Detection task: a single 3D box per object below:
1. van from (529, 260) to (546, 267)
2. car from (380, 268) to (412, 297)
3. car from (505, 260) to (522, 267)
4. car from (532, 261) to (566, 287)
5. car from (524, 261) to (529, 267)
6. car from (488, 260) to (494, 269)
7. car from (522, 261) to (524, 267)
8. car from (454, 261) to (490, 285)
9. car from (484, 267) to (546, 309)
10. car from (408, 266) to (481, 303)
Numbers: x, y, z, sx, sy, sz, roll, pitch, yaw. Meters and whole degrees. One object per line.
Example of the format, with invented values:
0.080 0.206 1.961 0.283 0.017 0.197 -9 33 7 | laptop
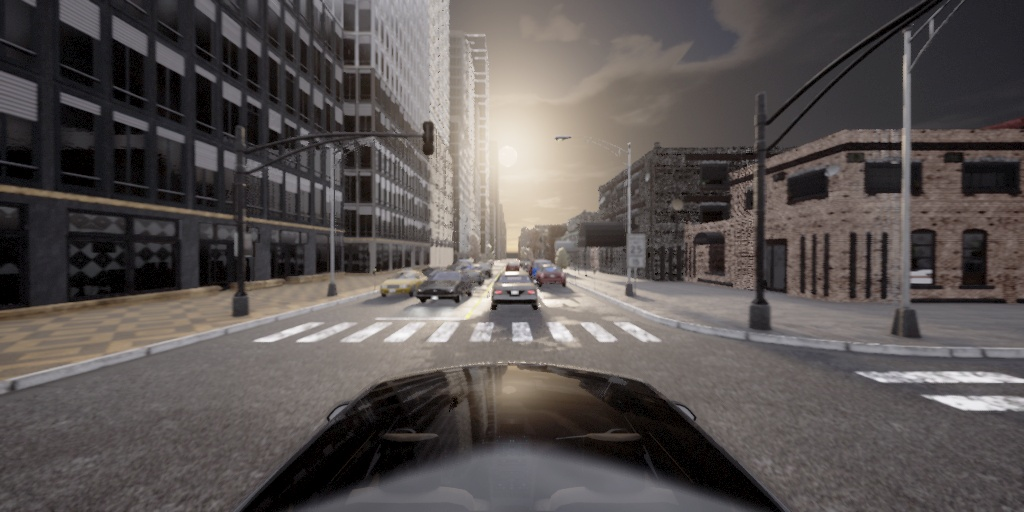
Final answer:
2.687 1.274 31.316 1.690 1.789 3.998 0 0 0 | van
-5.830 1.389 19.912 1.751 1.417 4.829 0 0 0 | car
0.062 1.515 48.104 1.882 1.535 5.008 0 0 0 | car
2.688 1.338 25.672 1.967 1.591 4.097 0 0 0 | car
2.687 1.283 36.960 2.192 1.841 5.009 0 0 0 | car
-3.064 1.453 38.037 1.882 1.535 5.008 0 0 0 | car
2.685 1.660 59.535 2.007 1.370 4.403 0 0 0 | car
-3.097 1.402 27.616 2.128 1.511 4.902 0 0 0 | car
0.098 1.382 15.386 2.033 1.411 5.357 0 0 0 | car
-3.078 1.396 17.722 2.033 1.411 5.357 0 0 4 | car
